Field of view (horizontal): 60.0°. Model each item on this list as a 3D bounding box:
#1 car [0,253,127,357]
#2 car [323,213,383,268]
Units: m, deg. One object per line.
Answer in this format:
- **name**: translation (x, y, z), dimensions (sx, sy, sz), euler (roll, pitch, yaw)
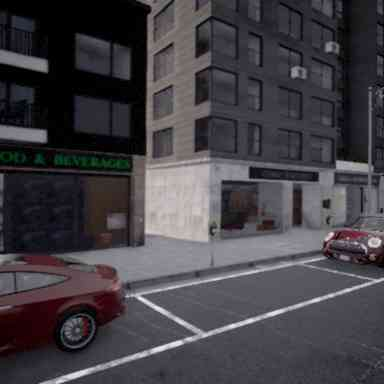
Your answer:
- **car**: translation (-2.992, 1.582, 4.622), dimensions (4.206, 1.307, 1.802), euler (0, 0, -36)
- **car**: translation (6.245, 1.468, 11.211), dimensions (4.097, 1.590, 1.967), euler (0, 0, -36)
